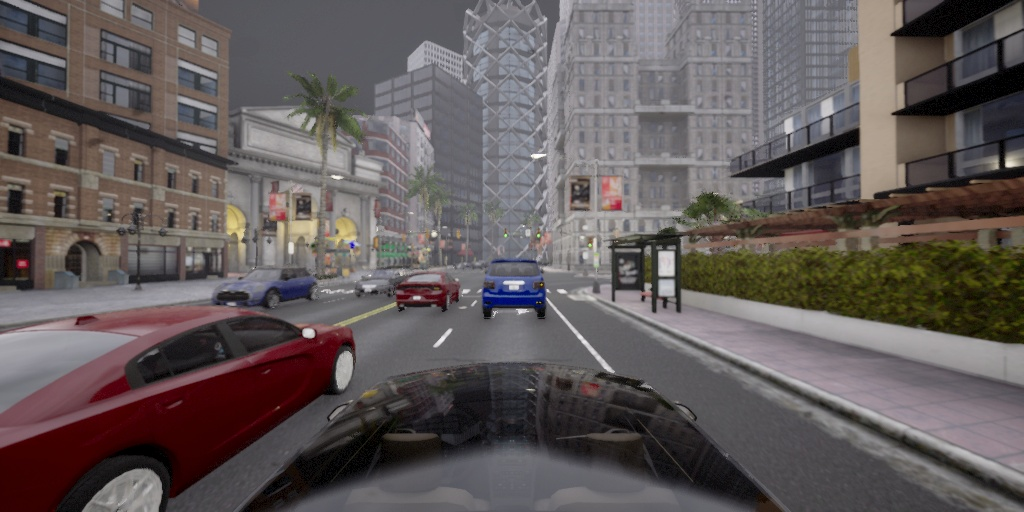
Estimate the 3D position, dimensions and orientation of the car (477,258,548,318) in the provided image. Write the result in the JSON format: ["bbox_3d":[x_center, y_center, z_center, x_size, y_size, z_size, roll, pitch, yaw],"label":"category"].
[{"bbox_3d":[0.088,1.115,13.891,2.150,2.045,5.566,0,-1,1],"label":"car"}]

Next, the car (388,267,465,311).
[{"bbox_3d":[-3.410,1.390,15.399,1.882,1.535,5.008,0,-1,0],"label":"car"}]

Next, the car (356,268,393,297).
[{"bbox_3d":[-7.093,1.460,20.145,2.128,1.511,4.902,0,-1,0],"label":"car"}]

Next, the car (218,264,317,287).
[{"bbox_3d":[-10.595,1.269,15.792,2.097,1.767,4.553,0,-1,0],"label":"car"}]

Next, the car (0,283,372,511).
[{"bbox_3d":[-3.392,1.251,3.678,1.882,1.535,5.008,0,-1,0],"label":"car"}]
